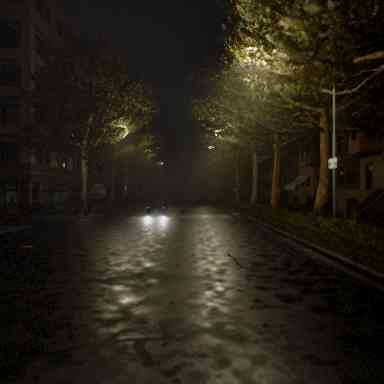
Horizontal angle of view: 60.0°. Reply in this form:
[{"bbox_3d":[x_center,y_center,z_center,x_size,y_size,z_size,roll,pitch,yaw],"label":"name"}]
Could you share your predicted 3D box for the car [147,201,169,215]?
[{"bbox_3d":[-3.462,1.579,34.033,1.895,1.301,4.718,0,0,0],"label":"car"}]
